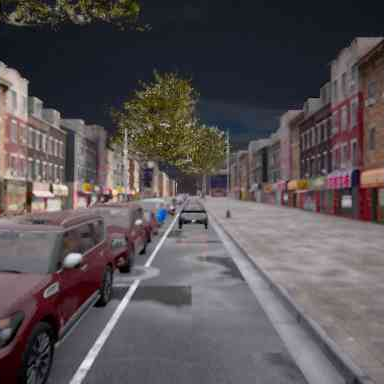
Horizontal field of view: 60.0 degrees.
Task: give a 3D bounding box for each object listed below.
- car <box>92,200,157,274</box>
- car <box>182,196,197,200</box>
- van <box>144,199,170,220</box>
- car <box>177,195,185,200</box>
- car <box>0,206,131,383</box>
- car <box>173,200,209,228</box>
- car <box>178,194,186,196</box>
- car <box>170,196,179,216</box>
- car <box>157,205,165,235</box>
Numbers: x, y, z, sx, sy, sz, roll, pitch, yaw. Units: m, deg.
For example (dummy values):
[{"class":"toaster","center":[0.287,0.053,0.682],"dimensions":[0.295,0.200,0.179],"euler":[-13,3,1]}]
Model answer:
[{"class":"car","center":[-2.613,1.320,10.820],"dimensions":[2.192,1.841,5.009],"euler":[2,0,0]},{"class":"car","center":[0.092,1.585,42.345],"dimensions":[1.994,1.385,4.181],"euler":[0,0,0]},{"class":"van","center":[-2.615,1.351,21.891],"dimensions":[1.690,1.788,3.998],"euler":[2,0,0]},{"class":"car","center":[-2.627,1.618,55.102],"dimensions":[1.802,1.307,4.206],"euler":[2,0,0]},{"class":"car","center":[-2.612,1.318,5.285],"dimensions":[2.192,1.841,5.009],"euler":[2,0,0]},{"class":"car","center":[0.092,1.502,22.035],"dimensions":[2.128,1.511,4.902],"euler":[0,0,0]},{"class":"car","center":[-2.628,1.578,66.002],"dimensions":[1.752,1.417,4.829],"euler":[2,0,0]},{"class":"car","center":[-2.619,1.455,32.962],"dimensions":[1.967,1.590,4.097],"euler":[2,0,0]},{"class":"car","center":[-2.620,1.552,16.355],"dimensions":[1.887,1.381,4.507],"euler":[2,0,0]}]
